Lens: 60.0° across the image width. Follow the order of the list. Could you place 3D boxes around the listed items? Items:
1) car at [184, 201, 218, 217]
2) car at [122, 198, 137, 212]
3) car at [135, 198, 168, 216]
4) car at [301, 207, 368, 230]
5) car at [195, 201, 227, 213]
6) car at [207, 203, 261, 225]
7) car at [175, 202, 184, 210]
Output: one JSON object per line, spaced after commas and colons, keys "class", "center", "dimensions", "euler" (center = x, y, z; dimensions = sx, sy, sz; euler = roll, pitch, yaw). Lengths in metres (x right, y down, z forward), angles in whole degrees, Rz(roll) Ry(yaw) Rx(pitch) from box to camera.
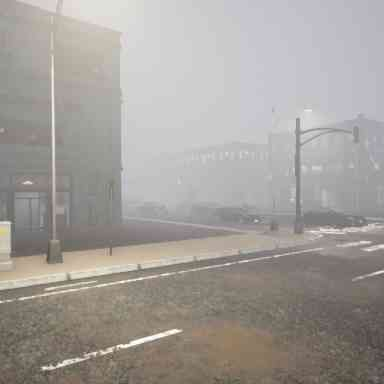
{"class": "car", "center": [1.695, 1.788, 33.867], "dimensions": [2.128, 1.511, 4.902], "euler": [-1, 0, -35]}
{"class": "car", "center": [-8.344, 1.973, 48.028], "dimensions": [1.882, 1.535, 5.008], "euler": [-1, 0, -35]}
{"class": "car", "center": [-4.416, 1.846, 37.971], "dimensions": [1.967, 1.590, 4.097], "euler": [-1, 0, -35]}
{"class": "car", "center": [9.435, 1.692, 22.314], "dimensions": [1.994, 1.385, 4.181], "euler": [0, -1, -30]}
{"class": "car", "center": [2.416, 1.903, 42.830], "dimensions": [1.802, 1.307, 4.206], "euler": [-2, 0, -35]}
{"class": "car", "center": [3.529, 1.814, 26.592], "dimensions": [1.947, 1.339, 4.313], "euler": [-1, 0, -35]}
{"class": "car", "center": [-0.790, 1.965, 47.340], "dimensions": [1.802, 1.307, 4.206], "euler": [-2, 0, -35]}
